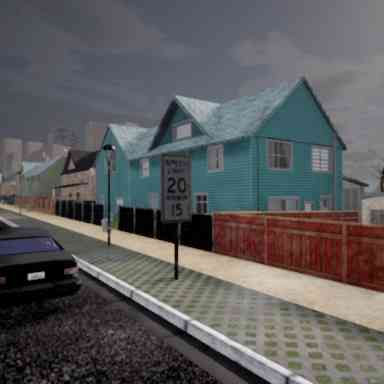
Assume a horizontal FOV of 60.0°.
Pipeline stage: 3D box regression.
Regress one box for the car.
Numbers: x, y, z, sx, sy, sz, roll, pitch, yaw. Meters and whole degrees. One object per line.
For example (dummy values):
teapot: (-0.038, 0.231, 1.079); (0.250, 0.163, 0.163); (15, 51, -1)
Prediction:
car: (-4.239, 1.545, 7.984); (2.033, 1.411, 5.357); (0, 0, -36)
